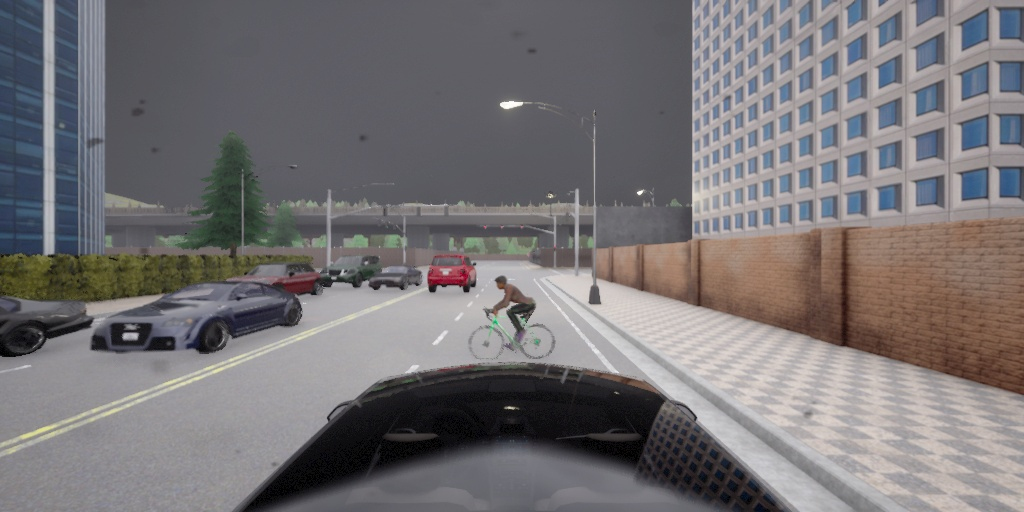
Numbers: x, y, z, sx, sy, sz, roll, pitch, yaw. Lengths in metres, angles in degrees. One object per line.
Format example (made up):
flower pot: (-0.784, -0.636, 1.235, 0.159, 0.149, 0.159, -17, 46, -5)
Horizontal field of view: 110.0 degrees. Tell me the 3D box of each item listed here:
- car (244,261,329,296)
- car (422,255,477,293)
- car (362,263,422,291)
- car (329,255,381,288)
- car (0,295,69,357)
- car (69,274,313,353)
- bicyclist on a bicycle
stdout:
car: (-10.542, 1.090, 16.029, 2.097, 1.767, 4.553, 0, 0, 0)
car: (-3.352, 0.957, 20.851, 2.150, 2.045, 5.566, 0, 0, 0)
car: (-6.962, 1.282, 22.177, 2.033, 1.411, 5.357, 0, 0, 1)
car: (-10.444, 0.955, 23.826, 2.150, 2.045, 5.566, 0, 0, 0)
car: (-10.593, 1.294, 5.829, 2.033, 1.411, 5.357, 0, 0, 0)
car: (-7.072, 1.309, 8.664, 1.994, 1.385, 4.181, 0, 0, 1)
bicyclist on a bicycle: (-0.021, 1.192, 6.827, 1.656, 1.620, 0.582, -2, 0, 0)
